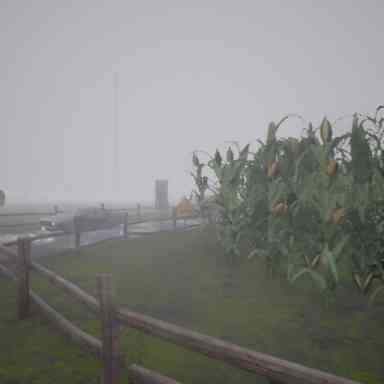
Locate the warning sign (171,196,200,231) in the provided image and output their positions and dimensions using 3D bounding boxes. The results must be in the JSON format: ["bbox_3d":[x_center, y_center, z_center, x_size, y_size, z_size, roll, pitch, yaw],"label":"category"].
[{"bbox_3d":[-0.381,1.211,19.299,1.300,1.860,1.060,1,1,35],"label":"warning sign"}]

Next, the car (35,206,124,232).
[{"bbox_3d":[-6.421,1.576,19.883,2.033,1.411,5.357,1,0,34],"label":"car"}]

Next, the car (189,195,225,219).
[{"bbox_3d":[1.249,1.306,30.874,2.150,2.045,5.566,1,0,35],"label":"car"}]
